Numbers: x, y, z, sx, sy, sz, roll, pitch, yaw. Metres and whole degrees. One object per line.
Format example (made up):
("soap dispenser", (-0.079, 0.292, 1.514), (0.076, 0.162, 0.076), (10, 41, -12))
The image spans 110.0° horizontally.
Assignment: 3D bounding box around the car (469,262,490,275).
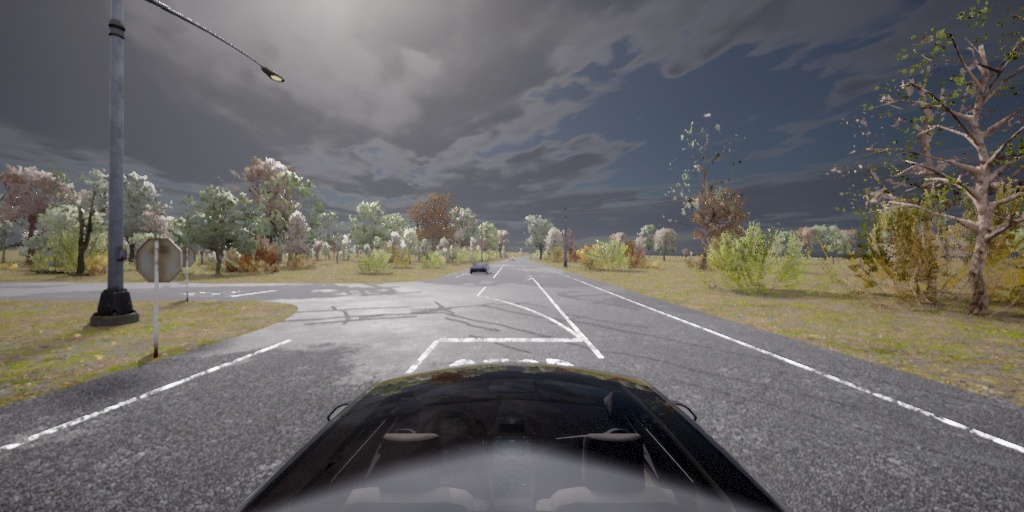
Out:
("car", (-3.424, 1.326, 38.400), (1.895, 1.301, 4.718), (0, 0, 0))
